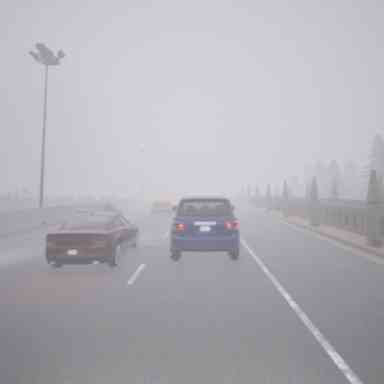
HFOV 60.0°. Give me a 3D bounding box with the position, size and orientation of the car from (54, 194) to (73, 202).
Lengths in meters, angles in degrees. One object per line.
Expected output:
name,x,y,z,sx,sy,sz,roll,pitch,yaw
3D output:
car,-19.680,1.075,51.257,1.812,1.442,4.674,-1,-1,1

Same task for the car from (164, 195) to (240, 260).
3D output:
car,0.441,1.112,12.169,2.150,2.045,5.566,-1,1,1

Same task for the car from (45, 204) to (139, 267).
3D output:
car,-3.080,1.410,11.210,1.882,1.535,5.008,-1,1,1

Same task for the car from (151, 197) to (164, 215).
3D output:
car,-2.590,1.232,30.748,1.882,1.535,5.008,-1,1,1

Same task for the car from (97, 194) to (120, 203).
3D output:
car,-12.682,1.024,51.080,2.033,1.411,5.357,-1,-1,1

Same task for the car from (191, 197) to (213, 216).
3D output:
car,0.896,1.252,30.104,1.812,1.442,4.674,-1,1,1

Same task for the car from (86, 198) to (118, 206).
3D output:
car,-6.288,1.408,22.870,2.033,1.411,5.357,-1,1,1
